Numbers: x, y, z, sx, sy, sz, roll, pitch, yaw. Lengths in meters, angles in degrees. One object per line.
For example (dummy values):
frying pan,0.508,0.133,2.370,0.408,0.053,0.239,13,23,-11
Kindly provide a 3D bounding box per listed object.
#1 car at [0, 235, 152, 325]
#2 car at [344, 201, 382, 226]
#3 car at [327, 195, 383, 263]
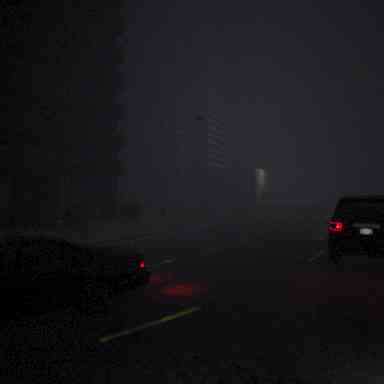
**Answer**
car,-3.367,1.540,5.907,5.357,1.411,2.033,-1,1,-38
car,11.263,1.347,22.214,1.994,1.385,4.181,0,0,24
car,5.979,1.111,11.044,2.150,2.045,5.566,0,0,31
